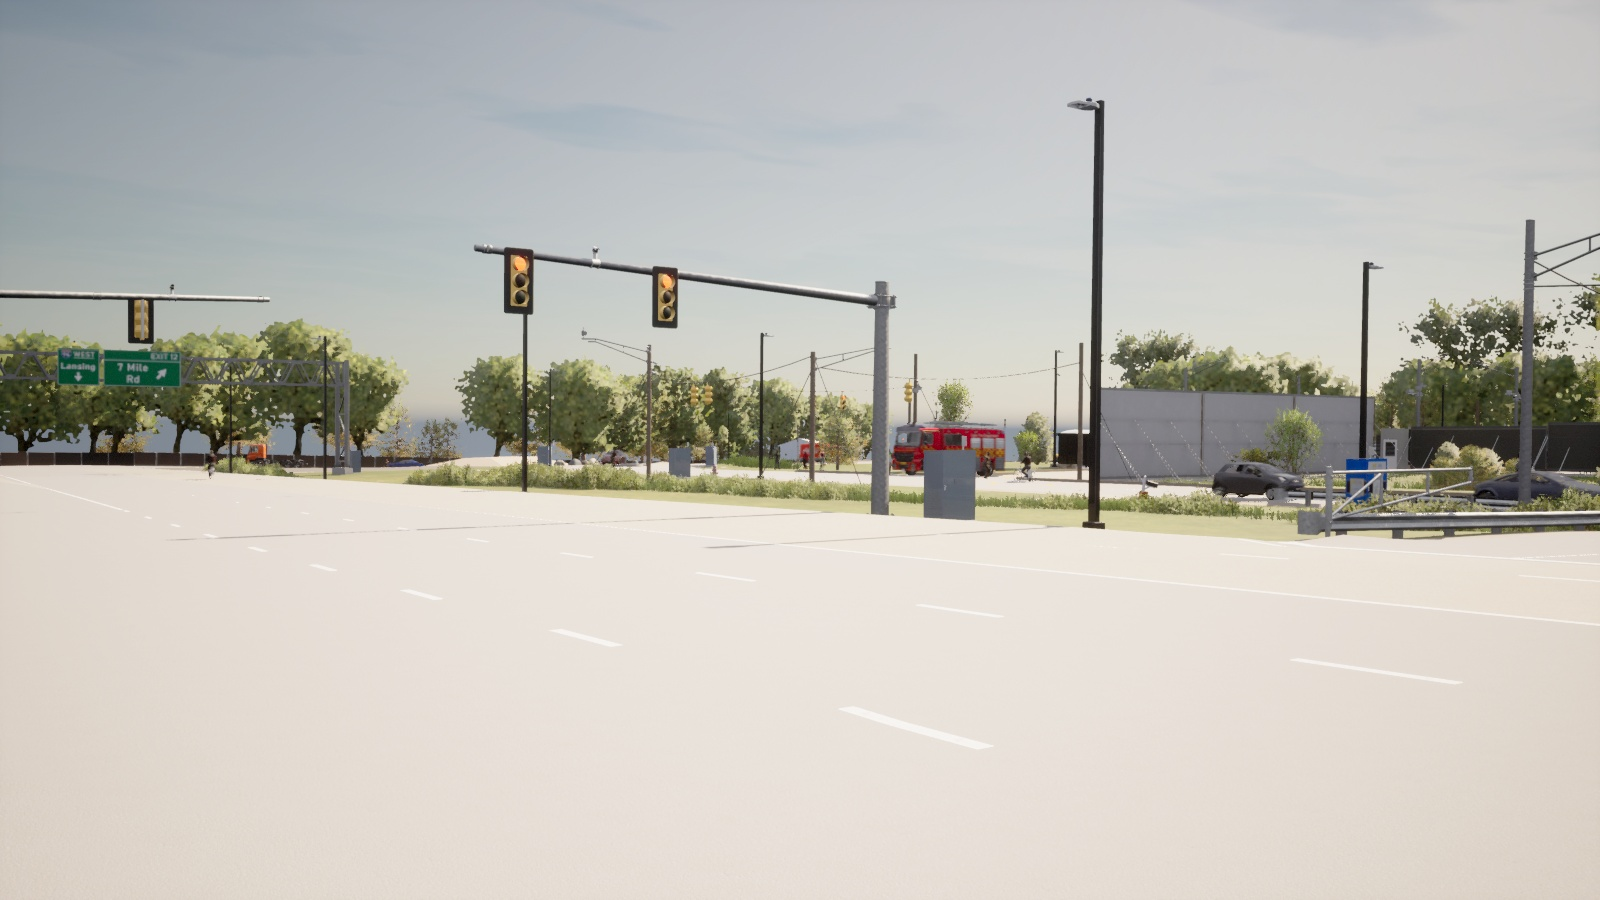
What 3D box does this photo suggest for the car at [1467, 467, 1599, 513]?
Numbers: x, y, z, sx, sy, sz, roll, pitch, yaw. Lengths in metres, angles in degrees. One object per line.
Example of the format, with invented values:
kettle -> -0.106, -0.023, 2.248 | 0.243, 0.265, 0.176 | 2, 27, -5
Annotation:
car -> 25.123, 1.305, 42.365 | 1.994, 1.385, 4.181 | -1, 1, -34

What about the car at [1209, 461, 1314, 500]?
car -> 18.893, 1.220, 51.481 | 1.845, 1.501, 3.633 | -1, 0, -34

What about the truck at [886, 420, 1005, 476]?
truck -> 10.334, -0.109, 88.695 | 8.468, 3.827, 2.891 | 1, 0, -35
